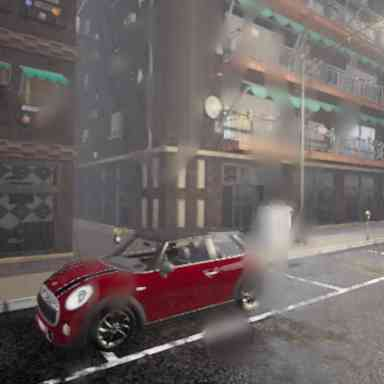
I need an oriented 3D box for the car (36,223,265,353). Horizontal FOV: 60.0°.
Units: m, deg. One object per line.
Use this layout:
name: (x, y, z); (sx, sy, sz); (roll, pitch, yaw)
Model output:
car: (-0.609, 1.440, 6.108); (4.097, 1.590, 1.967); (0, 1, -36)
